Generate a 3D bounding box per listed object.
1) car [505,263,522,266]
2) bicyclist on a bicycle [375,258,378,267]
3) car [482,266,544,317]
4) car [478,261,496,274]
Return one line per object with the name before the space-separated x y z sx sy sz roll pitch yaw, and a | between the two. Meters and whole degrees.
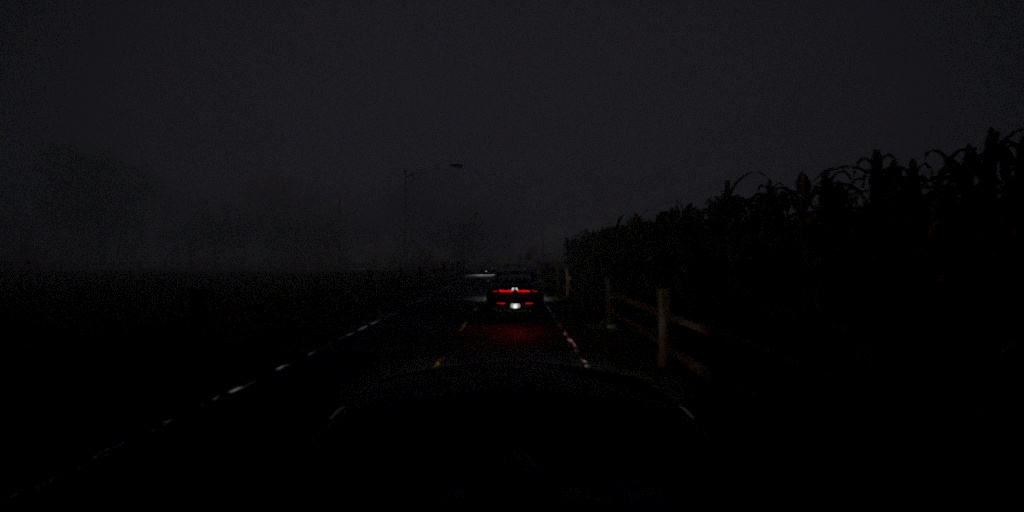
car | 0.095 1.268 29.219 2.033 1.411 5.357 0 0 0
bicyclist on a bicycle | -22.430 1.159 59.103 0.582 1.620 1.656 0 0 1
car | 0.099 1.248 13.063 1.837 1.490 4.892 0 0 0
car | -2.772 1.248 41.202 2.033 1.411 5.357 0 0 0
